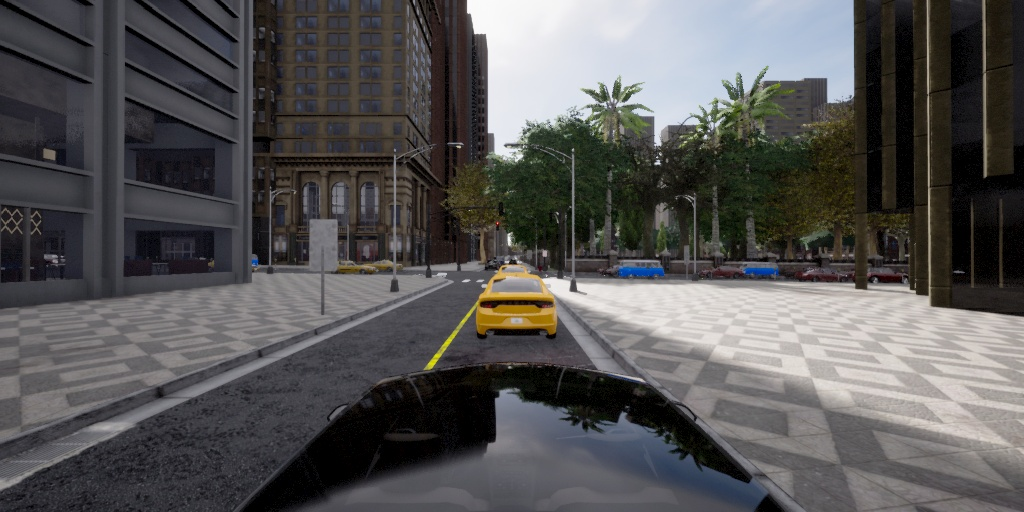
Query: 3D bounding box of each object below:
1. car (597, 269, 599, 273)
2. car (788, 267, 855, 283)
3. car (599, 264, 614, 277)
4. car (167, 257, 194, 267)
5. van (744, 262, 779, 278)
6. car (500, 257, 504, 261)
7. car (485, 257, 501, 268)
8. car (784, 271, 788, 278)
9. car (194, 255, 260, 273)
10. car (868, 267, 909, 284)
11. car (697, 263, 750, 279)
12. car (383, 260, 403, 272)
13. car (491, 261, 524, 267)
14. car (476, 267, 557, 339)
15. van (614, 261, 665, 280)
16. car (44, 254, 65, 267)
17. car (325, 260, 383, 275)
[{"bbox_3d":[11.998,1.604,41.707,4.207,1.307,1.802,0,0,0],"label":"car"},{"bbox_3d":[28.523,1.829,33.072,4.207,1.307,1.802,0,0,0],"label":"car"},{"bbox_3d":[12.655,1.565,39.041,5.357,1.411,2.033,1,0,0],"label":"car"},{"bbox_3d":[-37.767,0.772,42.033,4.313,1.339,1.948,0,0,0],"label":"car"},{"bbox_3d":[28.568,1.636,41.598,3.998,1.789,1.690,0,0,0],"label":"van"},{"bbox_3d":[-2.901,1.361,62.814,1.812,1.442,4.674,0,0,0],"label":"car"},{"bbox_3d":[-2.954,1.312,52.588,1.837,1.490,4.892,0,0,0],"label":"car"},{"bbox_3d":[33.058,1.902,38.899,5.357,1.411,2.033,1,0,1],"label":"car"},{"bbox_3d":[-26.304,0.866,33.433,4.829,1.417,1.751,0,0,0],"label":"car"},{"bbox_3d":[34.047,1.778,33.036,4.097,1.591,1.967,0,0,0],"label":"car"},{"bbox_3d":[22.615,1.708,38.976,4.674,1.442,1.812,1,0,0],"label":"car"},{"bbox_3d":[-15.258,1.100,41.885,4.829,1.417,1.751,0,0,0],"label":"car"},{"bbox_3d":[0.049,1.234,20.197,1.882,1.535,5.008,0,0,0],"label":"car"},{"bbox_3d":[0.115,1.229,10.136,1.882,1.535,5.008,0,0,0],"label":"car"},{"bbox_3d":[11.953,1.314,33.181,3.998,1.789,1.690,0,0,0],"label":"van"},{"bbox_3d":[-43.486,0.506,33.545,4.097,1.591,1.967,0,0,0],"label":"car"},{"bbox_3d":[-14.964,1.051,33.358,4.829,1.417,1.751,0,0,0],"label":"car"}]
